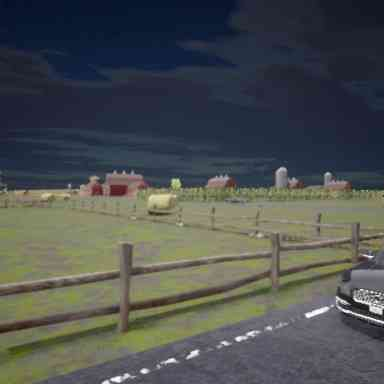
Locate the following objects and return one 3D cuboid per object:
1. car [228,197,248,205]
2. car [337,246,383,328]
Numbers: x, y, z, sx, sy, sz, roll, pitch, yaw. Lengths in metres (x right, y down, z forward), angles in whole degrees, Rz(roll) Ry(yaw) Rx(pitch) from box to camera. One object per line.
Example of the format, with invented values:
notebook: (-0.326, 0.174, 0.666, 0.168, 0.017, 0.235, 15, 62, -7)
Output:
car: (9.416, 1.863, 68.441, 1.812, 1.442, 4.674, 0, 0, -35)
car: (4.775, 1.566, 6.475, 4.892, 1.490, 1.837, 1, 0, -35)
